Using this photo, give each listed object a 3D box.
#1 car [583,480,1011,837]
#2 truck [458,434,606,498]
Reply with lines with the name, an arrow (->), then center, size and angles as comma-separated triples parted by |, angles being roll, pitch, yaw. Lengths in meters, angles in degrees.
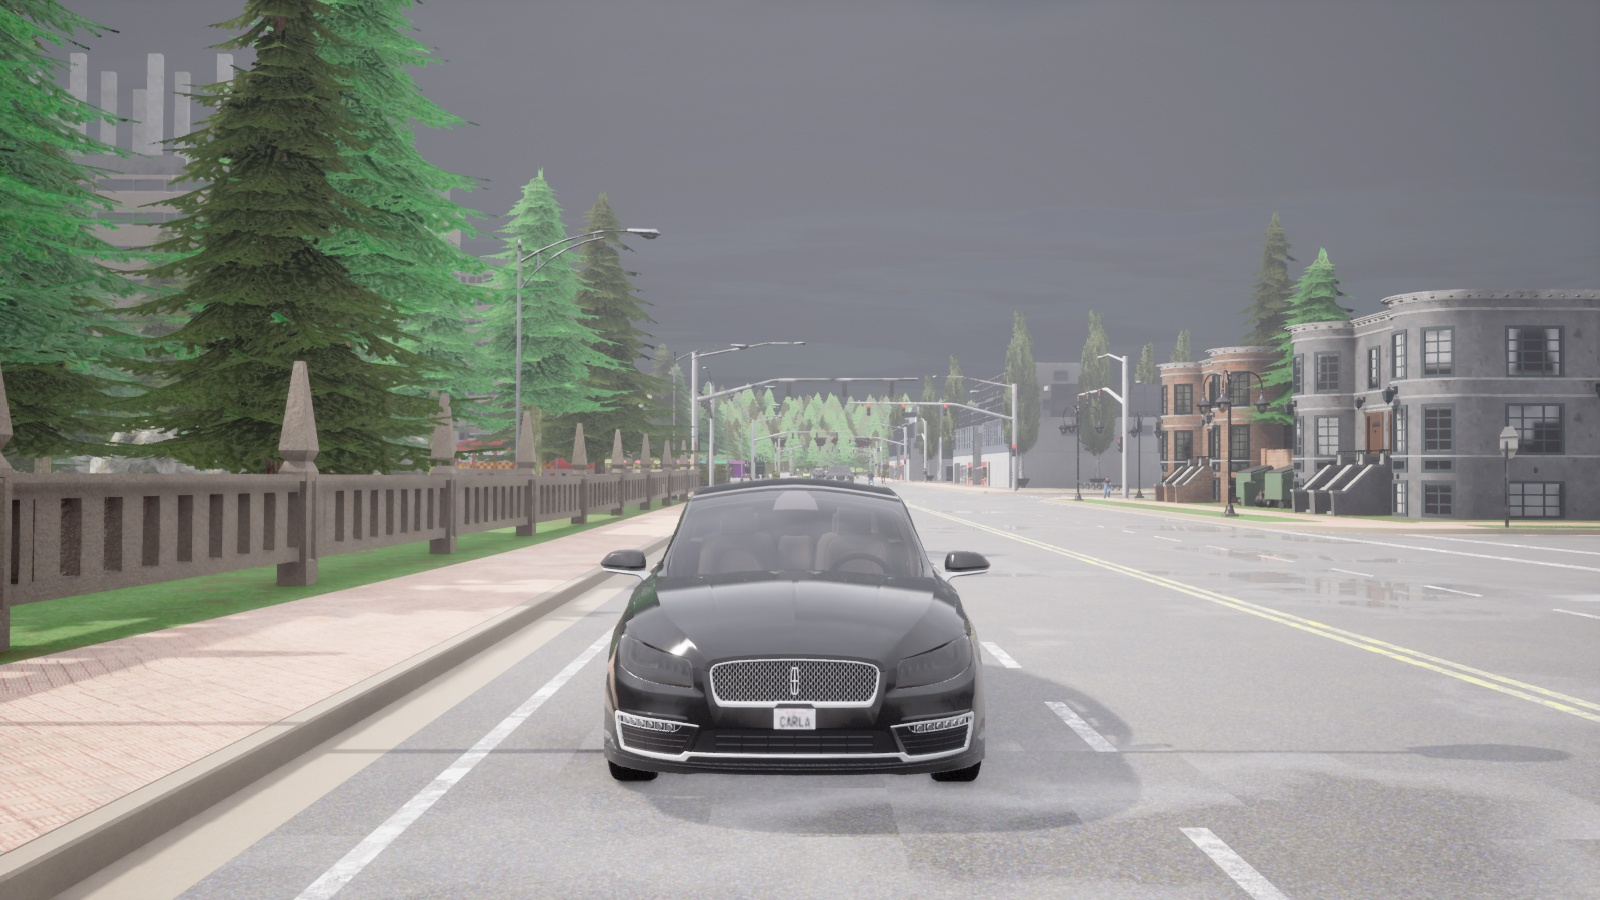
car -> -0.021, 0.951, 7.847 | 1.837, 1.490, 4.892 | 0, -1, 0
truck -> -16.340, 1.006, 77.079 | 8.468, 3.827, 2.891 | 0, -1, 0
